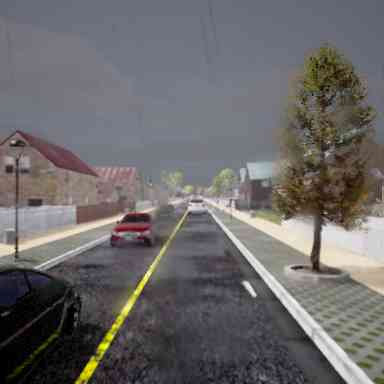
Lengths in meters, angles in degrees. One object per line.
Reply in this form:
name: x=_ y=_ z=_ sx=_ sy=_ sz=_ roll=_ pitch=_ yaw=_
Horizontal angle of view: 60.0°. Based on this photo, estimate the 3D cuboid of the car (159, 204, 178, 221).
car: x=-2.422 y=1.927 z=31.998 sx=1.837 sy=1.490 sz=4.892 roll=0 pitch=0 yaw=1

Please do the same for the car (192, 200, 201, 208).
car: x=0.896 y=2.340 z=65.708 sx=1.882 sy=1.535 sz=5.008 roll=0 pitch=-1 yaw=1

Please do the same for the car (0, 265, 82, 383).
car: x=-2.814 y=1.611 z=3.785 sx=1.994 sy=1.385 sz=4.181 roll=0 pitch=-1 yaw=1

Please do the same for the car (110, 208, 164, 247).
car: x=-2.625 y=1.741 z=16.280 sx=1.812 sy=1.442 sz=4.674 roll=0 pitch=-1 yaw=1

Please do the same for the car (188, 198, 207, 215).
car: x=0.669 y=1.780 z=41.867 sx=2.150 sy=2.045 sz=5.566 roll=0 pitch=-1 yaw=2
